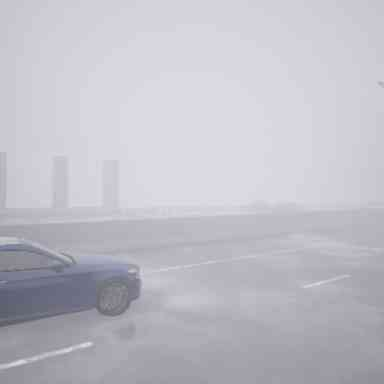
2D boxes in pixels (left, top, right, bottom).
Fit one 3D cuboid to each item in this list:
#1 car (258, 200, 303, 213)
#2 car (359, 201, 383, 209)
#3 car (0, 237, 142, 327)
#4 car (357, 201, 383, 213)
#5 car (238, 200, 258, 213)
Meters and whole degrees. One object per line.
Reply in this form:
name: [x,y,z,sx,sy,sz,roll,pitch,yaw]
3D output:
car: [10.345,1.770,37.668,5.357,1.411,2.033,0,0,-36]
car: [20.751,1.804,36.617,4.674,1.442,1.812,1,0,-36]
car: [-3.165,1.532,5.818,4.674,1.442,1.812,1,0,-36]
car: [23.812,1.872,43.186,5.357,1.411,2.033,1,0,-36]
car: [7.652,1.744,40.029,4.674,1.442,1.812,1,0,-36]
